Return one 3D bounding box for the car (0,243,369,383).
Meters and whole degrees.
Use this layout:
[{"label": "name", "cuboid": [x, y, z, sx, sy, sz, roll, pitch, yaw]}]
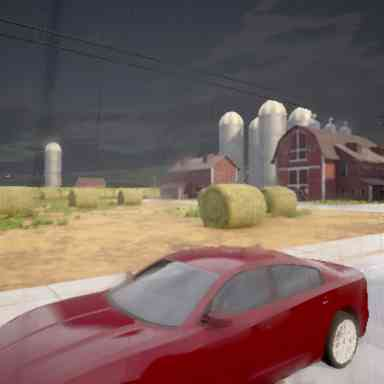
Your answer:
[{"label": "car", "cuboid": [0.248, 1.482, 4.172, 5.008, 1.535, 1.882, 0, 0, -36]}]
